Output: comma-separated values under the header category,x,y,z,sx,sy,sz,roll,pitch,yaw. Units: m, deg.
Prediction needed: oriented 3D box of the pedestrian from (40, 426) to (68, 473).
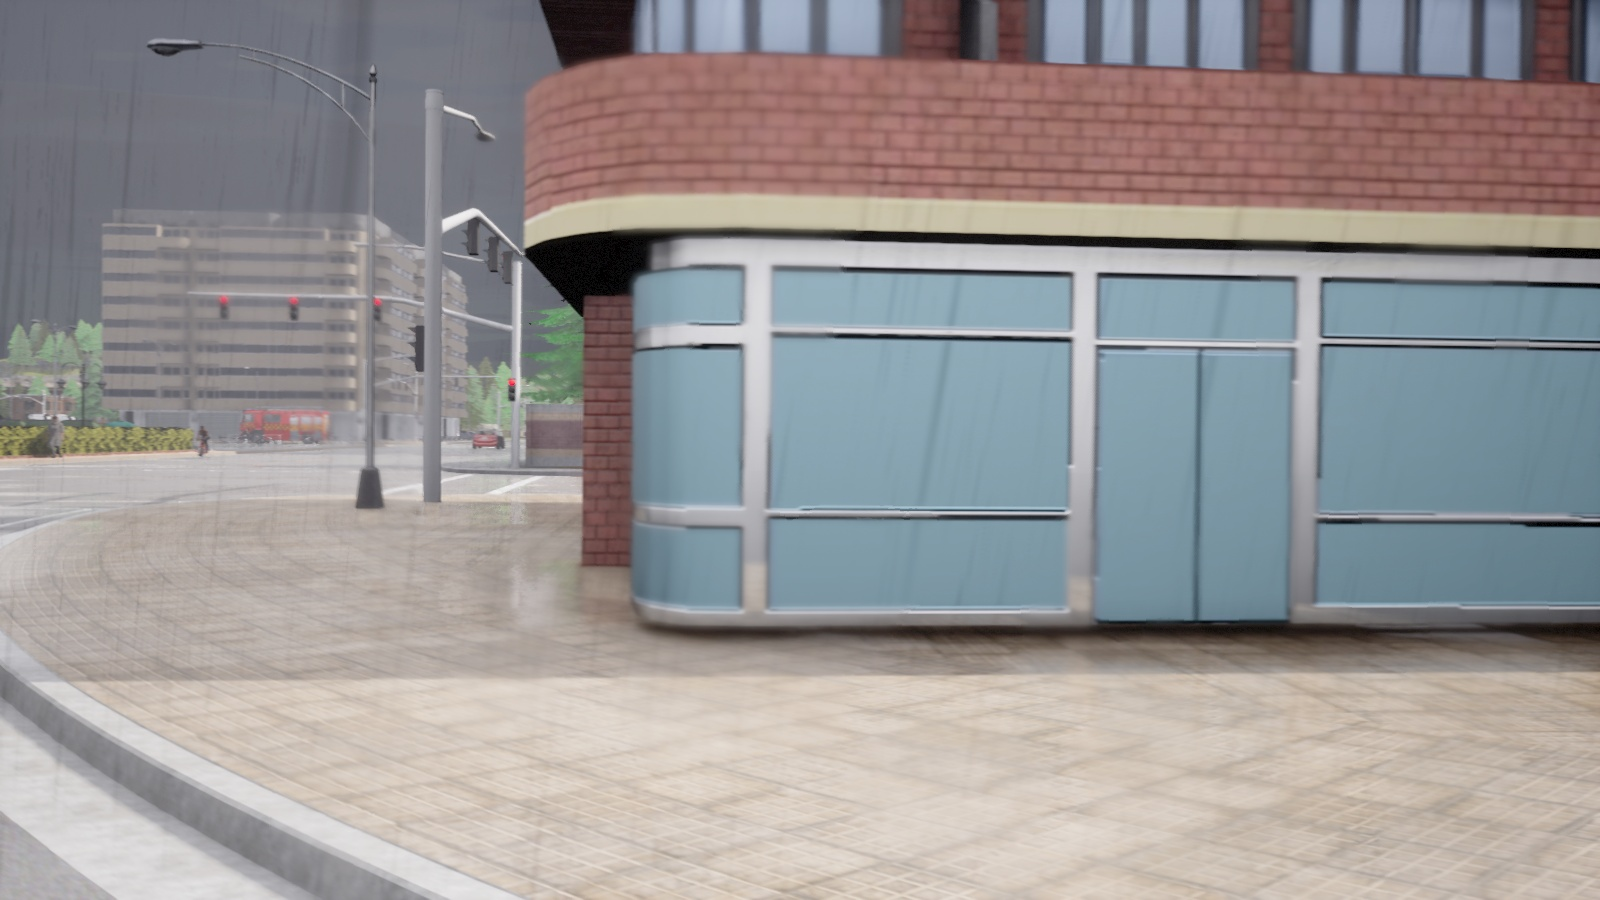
category,x,y,z,sx,sy,sz,roll,pitch,yaw
pedestrian,-31.536,-0.022,53.103,0.659,1.952,0.873,-1,1,-5
